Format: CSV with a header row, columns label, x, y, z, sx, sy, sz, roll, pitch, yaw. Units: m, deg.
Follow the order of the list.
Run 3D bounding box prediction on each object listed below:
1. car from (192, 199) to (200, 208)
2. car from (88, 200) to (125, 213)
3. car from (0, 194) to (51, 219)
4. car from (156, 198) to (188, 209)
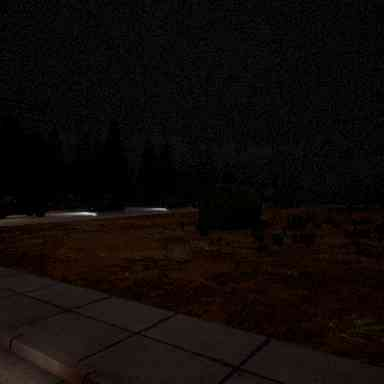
label,x,y,z,sx,sy,sz,roll,pitch,yaw
car,1.880,1.591,47.269,1.994,1.385,4.181,0,0,39
car,-9.641,1.591,37.719,1.994,1.385,4.181,0,0,37
car,-15.536,1.248,29.740,2.150,2.045,5.566,0,0,36
car,-2.735,1.574,47.057,2.033,1.411,5.357,0,0,37
